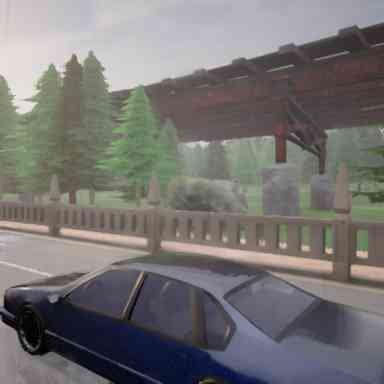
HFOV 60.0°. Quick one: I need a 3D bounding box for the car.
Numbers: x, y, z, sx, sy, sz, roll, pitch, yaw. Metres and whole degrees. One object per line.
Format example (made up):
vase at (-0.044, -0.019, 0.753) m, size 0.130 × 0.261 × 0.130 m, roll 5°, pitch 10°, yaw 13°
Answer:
car at (-0.321, 1.521, 4.223) m, size 5.357 × 1.411 × 2.033 m, roll 1°, pitch 0°, yaw 36°
